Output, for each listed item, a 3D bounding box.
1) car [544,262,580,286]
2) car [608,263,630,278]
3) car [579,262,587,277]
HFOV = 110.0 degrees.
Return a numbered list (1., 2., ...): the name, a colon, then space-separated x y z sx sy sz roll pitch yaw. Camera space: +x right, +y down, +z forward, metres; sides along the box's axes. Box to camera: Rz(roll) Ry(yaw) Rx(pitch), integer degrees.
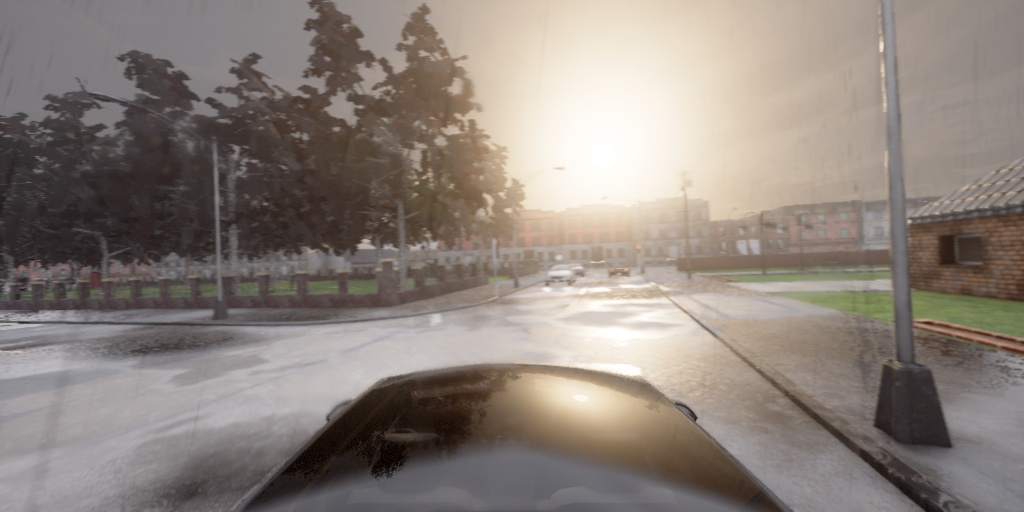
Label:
1. car: 3.711 1.400 26.958 1.812 1.442 4.674 -3 -1 16
2. car: 9.934 1.277 33.398 1.895 1.301 4.718 -3 -1 16
3. car: 6.445 1.388 36.368 1.812 1.442 4.674 -3 -1 16
